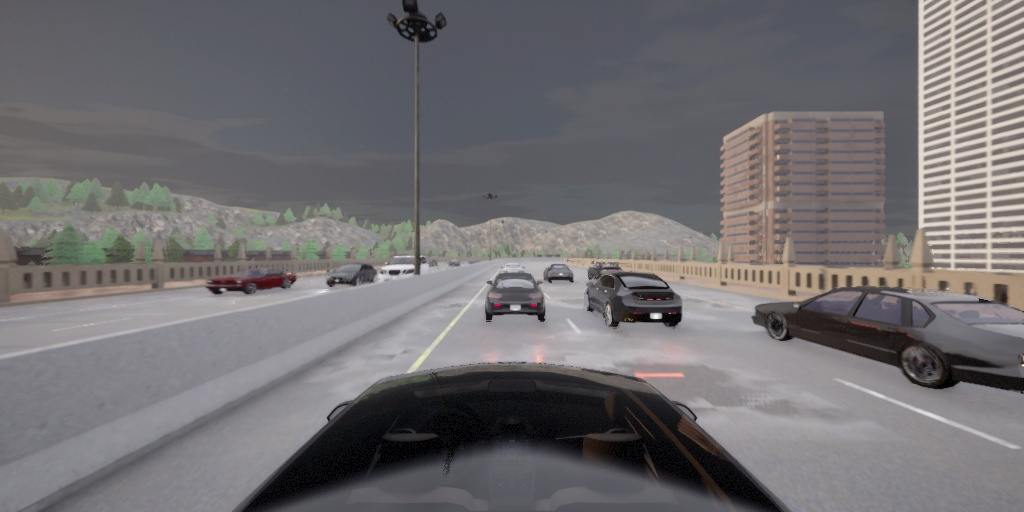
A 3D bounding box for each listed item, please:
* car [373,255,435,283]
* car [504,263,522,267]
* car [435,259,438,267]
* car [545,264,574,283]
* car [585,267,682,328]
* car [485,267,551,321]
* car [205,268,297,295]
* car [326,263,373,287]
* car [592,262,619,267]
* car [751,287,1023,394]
[{"bbox_3d":[-7.104,0.960,24.298,2.150,2.045,5.566,0,0,0],"label":"car"},{"bbox_3d":[0.082,1.263,28.737,1.812,1.442,4.674,0,0,0],"label":"car"},{"bbox_3d":[-14.044,1.224,61.784,1.837,1.490,4.892,0,0,1],"label":"car"},{"bbox_3d":[3.595,1.301,28.233,1.994,1.385,4.181,0,0,0],"label":"car"},{"bbox_3d":[3.598,1.250,11.380,1.837,1.490,4.892,0,0,0],"label":"car"},{"bbox_3d":[0.097,1.271,12.309,1.812,1.442,4.674,0,0,0],"label":"car"},{"bbox_3d":[-14.103,1.342,19.720,1.895,1.301,4.718,0,0,0],"label":"car"},{"bbox_3d":[-10.603,1.244,24.148,1.837,1.490,4.892,0,0,0],"label":"car"},{"bbox_3d":[7.095,1.229,27.605,2.128,1.511,4.902,0,0,0],"label":"car"},{"bbox_3d":[7.099,1.295,6.768,2.033,1.411,5.357,0,0,0],"label":"car"}]
